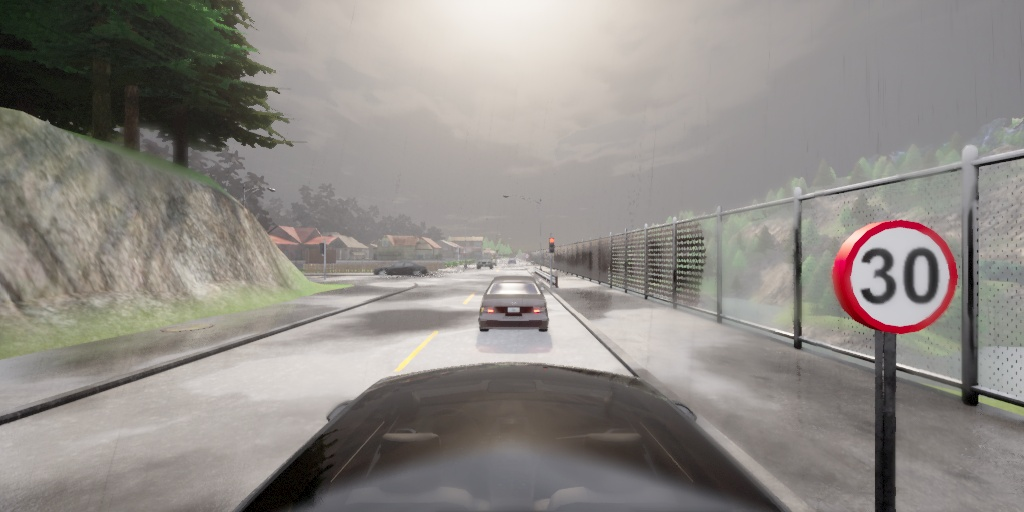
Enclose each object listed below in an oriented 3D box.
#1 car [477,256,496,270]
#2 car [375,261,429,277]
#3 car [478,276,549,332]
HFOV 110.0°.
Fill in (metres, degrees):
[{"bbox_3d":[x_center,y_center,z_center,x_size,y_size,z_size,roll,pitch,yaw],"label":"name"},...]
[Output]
[{"bbox_3d":[-4.069,0.972,54.731,2.150,2.045,5.566,0,0,0],"label":"car"},{"bbox_3d":[-10.524,1.228,34.367,5.008,1.535,1.882,0,2,-10],"label":"car"},{"bbox_3d":[0.052,1.297,10.835,2.033,1.411,5.357,0,0,0],"label":"car"}]
